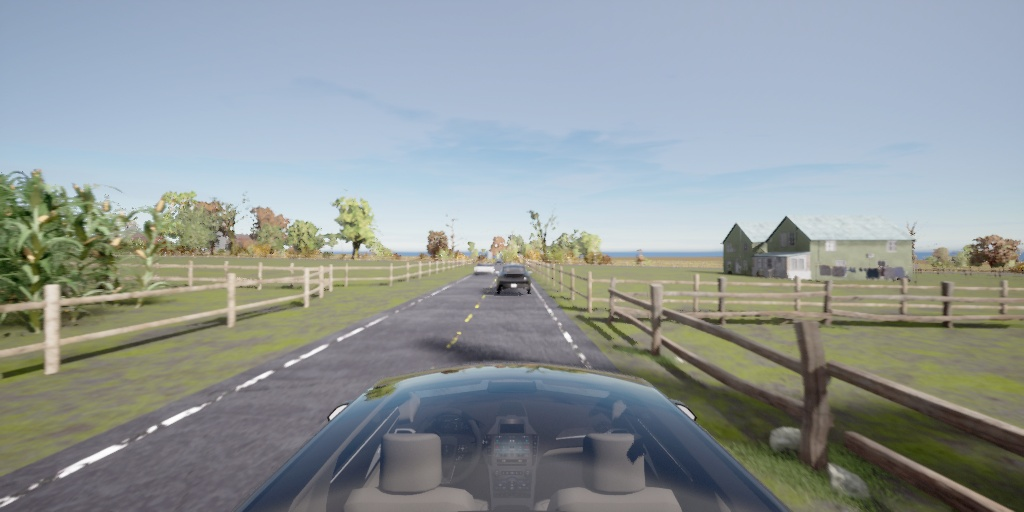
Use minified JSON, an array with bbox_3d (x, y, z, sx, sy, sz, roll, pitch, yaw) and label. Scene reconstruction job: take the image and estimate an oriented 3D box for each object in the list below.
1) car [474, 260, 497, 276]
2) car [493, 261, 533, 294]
[{"bbox_3d":[-2.844,1.353,37.083,1.895,1.301,4.718,0,0,0],"label":"car"},{"bbox_3d":[0.100,1.253,20.435,1.837,1.490,4.892,0,0,0],"label":"car"}]
